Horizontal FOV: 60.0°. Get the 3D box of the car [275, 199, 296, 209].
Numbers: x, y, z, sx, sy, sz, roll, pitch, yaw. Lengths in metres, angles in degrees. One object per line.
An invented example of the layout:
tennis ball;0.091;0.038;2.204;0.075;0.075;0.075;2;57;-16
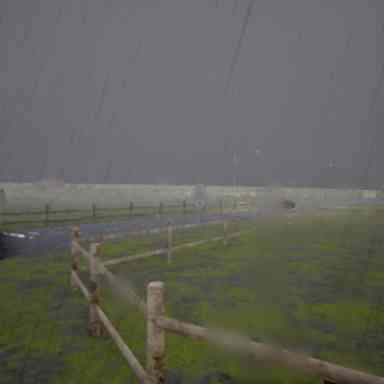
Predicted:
car;14.109;1.791;50.106;1.994;1.385;4.181;2;1;35
